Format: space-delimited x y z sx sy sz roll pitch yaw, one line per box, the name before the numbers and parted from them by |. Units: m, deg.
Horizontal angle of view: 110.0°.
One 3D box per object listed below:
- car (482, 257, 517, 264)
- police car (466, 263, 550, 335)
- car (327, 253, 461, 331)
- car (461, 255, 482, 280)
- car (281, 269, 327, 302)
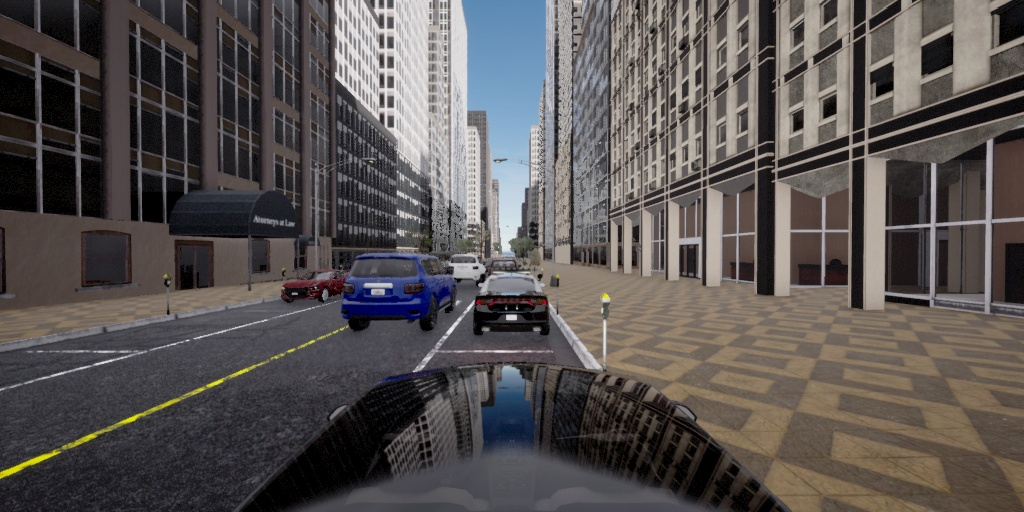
car | -0.457 1.061 22.523 2.192 1.841 5.009 0 0 0
police car | -0.012 1.173 10.612 1.930 1.638 5.238 0 0 0
car | -3.155 0.966 11.108 2.150 2.045 5.566 0 -1 0
car | -3.069 0.959 25.030 2.150 2.045 5.566 0 -1 0
car | -8.837 1.292 16.839 1.888 1.381 4.507 0 0 0
